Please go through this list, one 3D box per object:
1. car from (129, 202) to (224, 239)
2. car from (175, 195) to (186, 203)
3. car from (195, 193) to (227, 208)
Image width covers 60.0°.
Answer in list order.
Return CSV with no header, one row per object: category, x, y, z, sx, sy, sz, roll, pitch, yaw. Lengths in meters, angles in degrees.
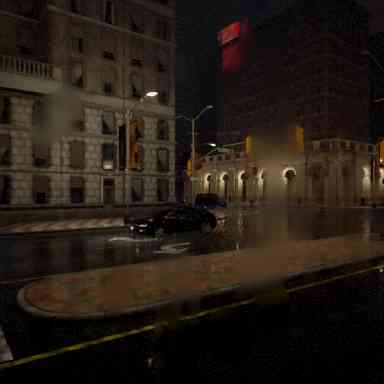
car,-0.908,1.504,17.430,4.892,1.490,1.837,0,0,-35
car,-2.964,1.352,56.126,2.097,1.767,4.553,0,0,-35
car,2.670,1.221,48.161,2.150,2.045,5.566,0,0,-35
